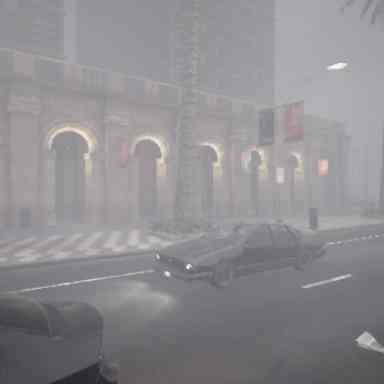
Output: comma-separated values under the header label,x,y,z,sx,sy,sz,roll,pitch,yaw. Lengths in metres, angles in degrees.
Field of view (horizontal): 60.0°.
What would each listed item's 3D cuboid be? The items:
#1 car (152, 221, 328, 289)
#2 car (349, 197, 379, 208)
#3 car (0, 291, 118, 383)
label,x,y,z,sx,sy,sz,roll,pitch,yaw
car,1.604,1.541,9.360,5.357,1.411,2.033,0,0,-35
car,24.497,1.508,48.917,2.033,1.411,5.357,0,0,-35
car,-2.888,1.504,1.908,4.892,1.490,1.837,0,0,-35
